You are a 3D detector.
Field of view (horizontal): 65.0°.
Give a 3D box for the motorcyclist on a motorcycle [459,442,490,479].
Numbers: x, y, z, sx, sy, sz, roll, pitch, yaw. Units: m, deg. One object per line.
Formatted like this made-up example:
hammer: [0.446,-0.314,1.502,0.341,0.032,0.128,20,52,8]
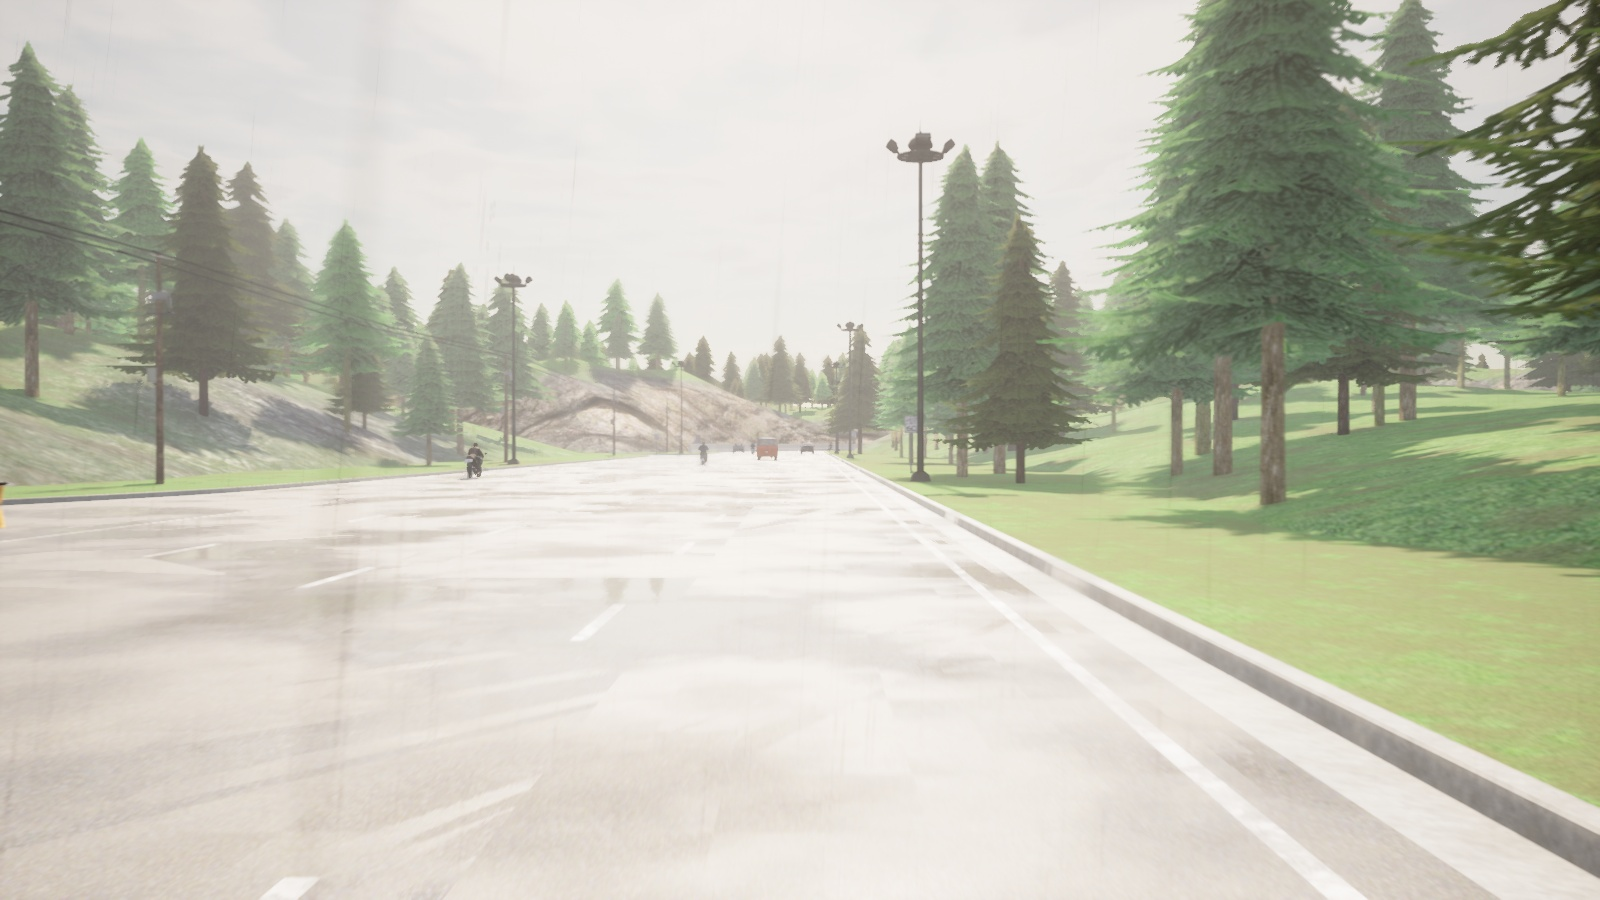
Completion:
motorcyclist on a motorcycle: [-13.673,0.421,52.778,0.797,1.523,2.044,0,0,0]
